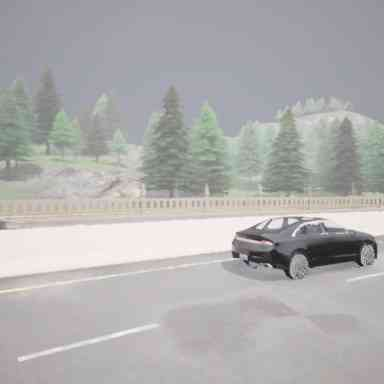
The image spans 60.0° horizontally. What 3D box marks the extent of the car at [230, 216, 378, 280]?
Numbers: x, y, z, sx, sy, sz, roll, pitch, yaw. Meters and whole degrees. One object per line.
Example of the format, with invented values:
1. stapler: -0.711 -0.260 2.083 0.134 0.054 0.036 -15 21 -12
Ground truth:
1. car: 3.423 1.458 9.786 4.902 1.511 2.128 0 0 -30
